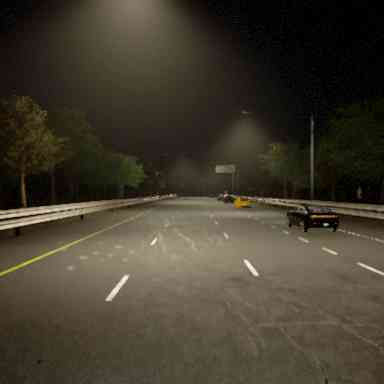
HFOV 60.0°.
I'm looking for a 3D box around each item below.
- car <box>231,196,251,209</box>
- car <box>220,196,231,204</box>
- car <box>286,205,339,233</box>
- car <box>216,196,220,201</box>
[{"bbox_3d":[7.134,1.557,47.443,1.882,1.535,5.008,0,0,0],"label":"car"},{"bbox_3d":[7.254,1.604,66.097,1.837,1.490,4.892,0,0,0],"label":"car"},{"bbox_3d":[7.026,1.511,19.857,2.128,1.511,4.902,0,0,0],"label":"car"},{"bbox_3d":[7.435,1.720,87.171,1.895,1.301,4.718,0,0,1],"label":"car"}]
